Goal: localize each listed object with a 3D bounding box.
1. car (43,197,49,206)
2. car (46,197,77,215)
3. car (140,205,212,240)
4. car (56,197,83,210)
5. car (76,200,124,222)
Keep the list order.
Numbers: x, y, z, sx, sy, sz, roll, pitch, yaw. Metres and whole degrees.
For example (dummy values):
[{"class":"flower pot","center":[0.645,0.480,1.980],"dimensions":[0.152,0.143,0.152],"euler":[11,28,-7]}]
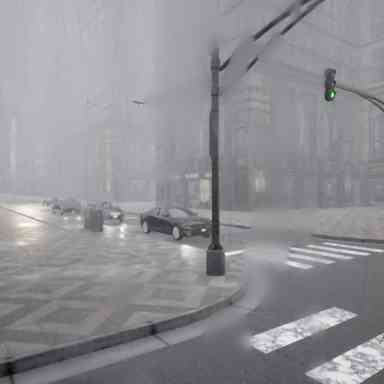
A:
[{"class":"car","center":[-22.005,1.446,52.096],"dimensions":[1.812,1.442,4.674],"euler":[0,0,-35]},{"class":"car","center":[-12.981,1.518,34.109],"dimensions":[2.033,1.411,5.357],"euler":[0,0,-35]},{"class":"car","center":[-0.924,1.470,17.187],"dimensions":[1.882,1.535,5.008],"euler":[0,0,-36]},{"class":"car","center":[-16.367,1.489,44.280],"dimensions":[2.033,1.411,5.357],"euler":[0,0,-35]},{"class":"car","center":[-6.836,1.480,25.476],"dimensions":[2.128,1.511,4.902],"euler":[0,0,-35]}]
